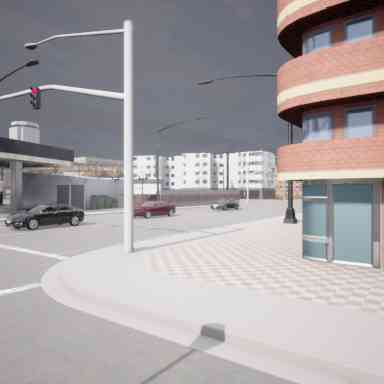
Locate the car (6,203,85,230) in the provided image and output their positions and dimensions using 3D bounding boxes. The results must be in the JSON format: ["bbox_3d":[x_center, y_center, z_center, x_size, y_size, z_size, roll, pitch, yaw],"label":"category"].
[{"bbox_3d":[-9.211,1.505,21.241,1.837,1.490,4.892,0,0,34],"label":"car"}]

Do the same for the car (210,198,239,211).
[{"bbox_3d":[4.067,1.491,40.541,2.128,1.511,4.902,0,0,35],"label":"car"}]

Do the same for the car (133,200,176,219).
[{"bbox_3d":[-3.473,1.478,29.622,1.882,1.535,5.008,0,0,35],"label":"car"}]
